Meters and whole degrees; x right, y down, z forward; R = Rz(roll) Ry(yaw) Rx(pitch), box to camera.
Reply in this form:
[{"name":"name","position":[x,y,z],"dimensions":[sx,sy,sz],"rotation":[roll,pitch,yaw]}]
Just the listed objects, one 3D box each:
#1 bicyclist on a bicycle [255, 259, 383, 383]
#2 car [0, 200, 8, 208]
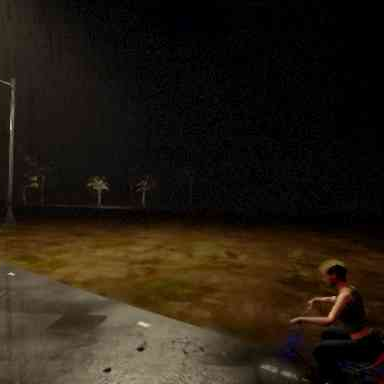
[{"name":"bicyclist on a bicycle","position":[1.334,1.475,3.356],"dimensions":[1.509,1.612,0.866],"rotation":[0,0,34]},{"name":"car","position":[-36.039,2.196,62.226],"dimensions":[1.837,1.490,4.892],"rotation":[2,-2,-10]}]
